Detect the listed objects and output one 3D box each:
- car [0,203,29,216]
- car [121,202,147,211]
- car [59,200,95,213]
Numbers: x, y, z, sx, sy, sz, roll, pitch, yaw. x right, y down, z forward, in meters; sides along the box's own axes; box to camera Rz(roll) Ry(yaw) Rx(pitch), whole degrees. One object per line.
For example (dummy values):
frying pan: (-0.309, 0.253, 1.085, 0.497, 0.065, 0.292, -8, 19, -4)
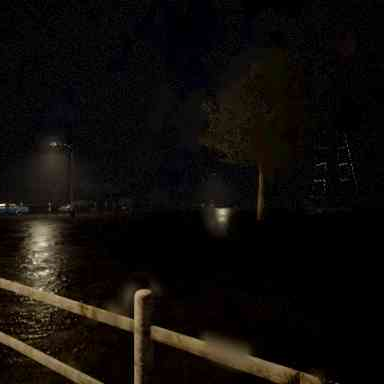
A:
car: (-20.729, 1.950, 36.332, 2.033, 1.411, 5.357, -2, -2, 35)
car: (-9.110, 2.263, 52.487, 1.812, 1.442, 4.674, -2, -2, 36)
car: (-15.192, 1.912, 44.040, 2.097, 1.767, 4.553, -2, -2, 36)
